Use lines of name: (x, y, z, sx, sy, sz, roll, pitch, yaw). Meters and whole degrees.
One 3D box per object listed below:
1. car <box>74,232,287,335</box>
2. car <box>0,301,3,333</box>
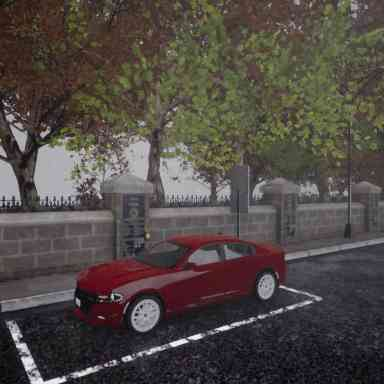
car: (-0.018, 1.545, 6.702, 4.507, 1.381, 1.887, 0, 0, -35)
car: (-4.500, 1.551, 3.446, 4.403, 1.369, 2.008, 0, 0, -35)
